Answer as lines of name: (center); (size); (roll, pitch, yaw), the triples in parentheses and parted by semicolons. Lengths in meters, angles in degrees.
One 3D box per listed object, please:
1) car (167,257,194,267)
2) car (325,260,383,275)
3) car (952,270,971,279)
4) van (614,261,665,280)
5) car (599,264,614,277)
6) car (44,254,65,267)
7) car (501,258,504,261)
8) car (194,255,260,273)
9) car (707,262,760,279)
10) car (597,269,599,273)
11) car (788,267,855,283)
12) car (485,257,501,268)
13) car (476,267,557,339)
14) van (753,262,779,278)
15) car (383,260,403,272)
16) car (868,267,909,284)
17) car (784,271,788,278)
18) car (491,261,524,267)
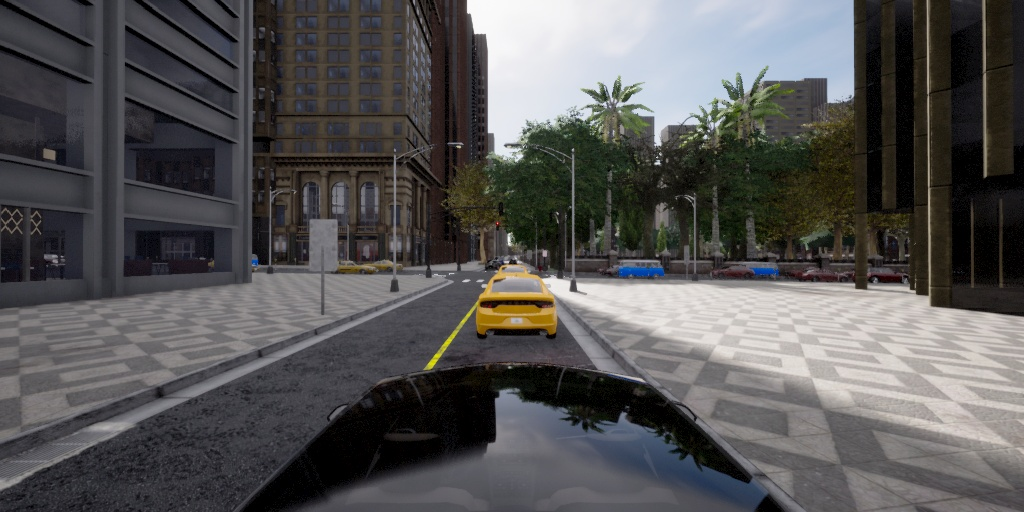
car: (-37.767, 0.772, 42.033); (4.313, 1.339, 1.948); (0, 0, 0)
car: (-14.964, 1.051, 33.358); (4.829, 1.417, 1.751); (0, 0, 0)
car: (46.192, 2.117, 38.730); (5.357, 1.411, 2.033); (1, 0, 1)
van: (11.953, 1.314, 33.181); (3.998, 1.789, 1.690); (0, 0, 0)
car: (12.655, 1.565, 39.041); (5.357, 1.411, 2.033); (1, 0, 0)
car: (-43.486, 0.506, 33.545); (4.097, 1.591, 1.967); (0, 0, 0)
car: (-2.896, 1.363, 63.627); (1.812, 1.442, 4.674); (0, 0, 0)
car: (-26.304, 0.866, 33.433); (4.829, 1.417, 1.751); (0, 0, 0)
car: (23.761, 1.728, 38.969); (4.674, 1.442, 1.812); (0, 0, 0)
car: (11.998, 1.604, 41.707); (4.207, 1.307, 1.802); (0, 0, 0)
car: (28.523, 1.829, 33.072); (4.207, 1.307, 1.802); (0, 0, 0)
car: (-2.953, 1.311, 52.713); (1.837, 1.490, 4.892); (0, 0, 0)
car: (0.115, 1.229, 10.136); (1.882, 1.535, 5.008); (0, 0, 0)
van: (28.568, 1.636, 41.598); (3.998, 1.789, 1.690); (0, 0, 0)
car: (-15.258, 1.100, 41.885); (4.829, 1.417, 1.751); (0, 0, 0)
car: (34.047, 1.778, 33.036); (4.097, 1.591, 1.967); (0, 0, 0)
car: (34.091, 1.932, 41.562); (4.507, 1.381, 1.888); (0, 0, 0)
car: (0.049, 1.234, 20.197); (1.882, 1.535, 5.008); (0, 0, 0)
